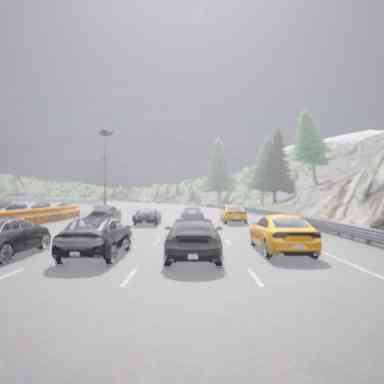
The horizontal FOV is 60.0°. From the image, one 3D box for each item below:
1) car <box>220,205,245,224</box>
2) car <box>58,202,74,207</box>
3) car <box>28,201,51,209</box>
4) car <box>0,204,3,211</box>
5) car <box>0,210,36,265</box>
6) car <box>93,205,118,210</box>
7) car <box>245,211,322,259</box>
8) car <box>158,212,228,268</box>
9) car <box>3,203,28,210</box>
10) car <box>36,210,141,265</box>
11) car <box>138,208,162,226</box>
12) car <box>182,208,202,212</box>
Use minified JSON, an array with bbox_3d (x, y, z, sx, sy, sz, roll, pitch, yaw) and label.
[{"bbox_3d":[3.475,1.851,28.440,1.882,1.535,5.008,0,0,-1],"label":"car"},{"bbox_3d":[-20.178,2.302,53.379,1.895,1.301,4.718,0,-1,-10],"label":"car"},{"bbox_3d":[-23.578,2.166,52.367,1.882,1.535,5.008,0,-1,-10],"label":"car"},{"bbox_3d":[-30.302,2.264,50.421,1.895,1.301,4.718,0,-1,-9],"label":"car"},{"bbox_3d":[-6.944,1.655,12.268,2.128,1.511,4.902,0,-1,1],"label":"car"},{"bbox_3d":[-7.005,1.865,27.286,1.837,1.490,4.892,0,0,0],"label":"car"},{"bbox_3d":[3.566,1.655,13.443,1.882,1.535,5.008,0,0,1],"label":"car"},{"bbox_3d":[0.053,1.661,11.923,1.837,1.490,4.892,0,-1,1],"label":"car"},{"bbox_3d":[-26.936,2.277,51.408,1.895,1.301,4.718,0,-1,-10],"label":"car"},{"bbox_3d":[-3.444,1.654,12.260,2.128,1.511,4.902,0,-1,1],"label":"car"},{"bbox_3d":[-3.501,1.952,26.658,1.895,1.301,4.718,0,-1,0],"label":"car"},{"bbox_3d":[0.009,1.878,25.073,2.033,1.411,5.357,0,-1,0],"label":"car"}]
